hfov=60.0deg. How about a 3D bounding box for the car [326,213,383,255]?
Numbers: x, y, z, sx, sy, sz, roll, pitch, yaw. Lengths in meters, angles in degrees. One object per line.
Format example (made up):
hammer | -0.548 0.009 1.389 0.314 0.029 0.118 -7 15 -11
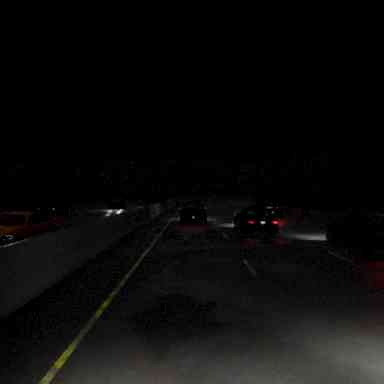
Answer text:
car | 7.101 1.573 13.416 1.812 1.442 4.674 0 0 0

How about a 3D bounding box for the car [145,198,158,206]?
car | -7.026 1.770 58.182 1.994 1.385 4.181 0 0 1

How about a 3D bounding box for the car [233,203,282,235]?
car | 3.603 1.616 19.392 2.033 1.411 5.357 0 0 0

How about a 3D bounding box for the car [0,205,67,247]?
car | -7.098 1.526 13.585 1.882 1.535 5.008 0 0 0

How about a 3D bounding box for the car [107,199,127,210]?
car | -10.575 1.693 47.183 1.812 1.442 4.674 0 0 0

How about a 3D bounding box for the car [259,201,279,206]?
car | 7.103 1.603 31.563 2.128 1.511 4.902 0 0 0

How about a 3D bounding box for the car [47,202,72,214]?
car | -14.094 1.723 34.302 1.895 1.301 4.718 0 0 0

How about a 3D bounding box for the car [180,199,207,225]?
car | 0.103 1.567 25.133 1.882 1.535 5.008 0 0 0

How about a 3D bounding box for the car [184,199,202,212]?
car | 0.105 1.640 42.336 2.128 1.511 4.902 0 0 0
